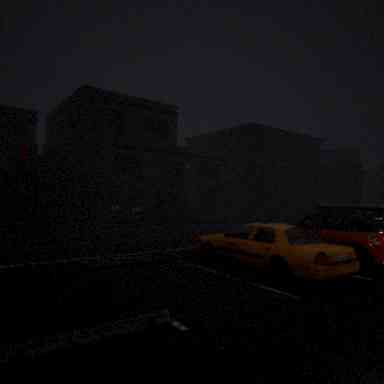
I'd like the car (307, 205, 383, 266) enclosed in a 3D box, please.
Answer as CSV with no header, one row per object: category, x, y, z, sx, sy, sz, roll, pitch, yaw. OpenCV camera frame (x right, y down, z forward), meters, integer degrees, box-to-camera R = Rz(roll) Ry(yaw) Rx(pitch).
car,4.671,1.506,11.677,2.185,1.767,4.553,1,-1,-35

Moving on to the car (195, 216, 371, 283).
car,2.168,1.578,10.158,1.946,1.575,5.366,1,-1,-35

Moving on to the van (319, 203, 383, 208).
van,7.194,1.471,13.372,1.878,1.987,4.442,2,-1,-35
